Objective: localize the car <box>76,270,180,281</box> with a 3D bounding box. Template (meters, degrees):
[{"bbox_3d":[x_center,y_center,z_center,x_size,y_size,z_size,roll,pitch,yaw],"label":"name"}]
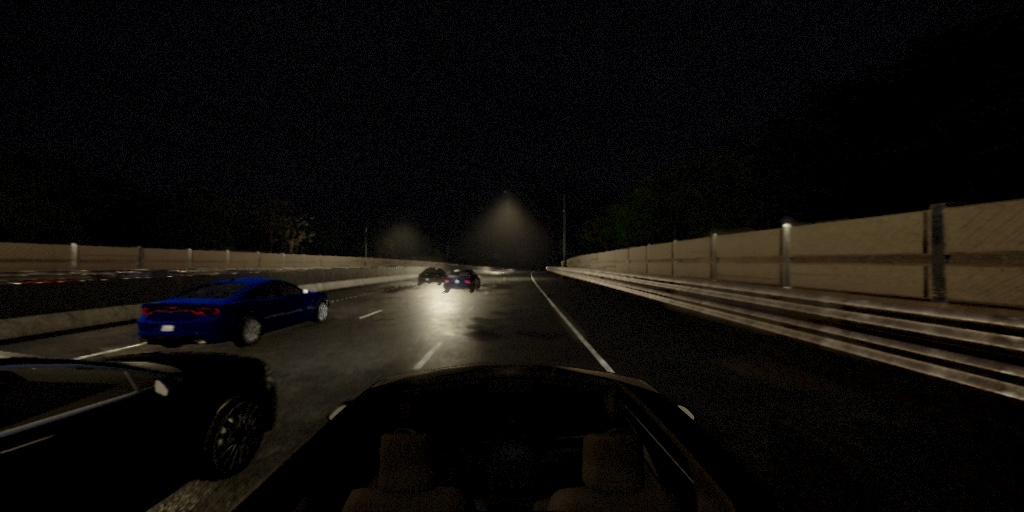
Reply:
[{"bbox_3d":[-20.936,1.543,20.873,2.033,1.411,5.357,0,-1,1],"label":"car"}]

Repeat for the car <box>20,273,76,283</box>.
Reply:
[{"bbox_3d":[-24.438,1.590,20.568,1.895,1.301,4.718,0,-1,1],"label":"car"}]

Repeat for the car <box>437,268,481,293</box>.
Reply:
[{"bbox_3d":[-3.186,1.599,23.583,2.033,1.411,5.357,0,-1,1],"label":"car"}]

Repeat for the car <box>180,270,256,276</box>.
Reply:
[{"bbox_3d":[-17.401,1.577,22.765,2.033,1.411,5.357,0,-1,1],"label":"car"}]

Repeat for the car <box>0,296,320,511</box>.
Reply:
[{"bbox_3d":[-3.408,1.243,1.844,2.128,1.511,4.902,0,-1,0],"label":"car"}]

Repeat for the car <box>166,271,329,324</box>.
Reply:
[{"bbox_3d":[-6.868,1.326,9.648,1.882,1.535,5.008,0,-1,0],"label":"car"}]

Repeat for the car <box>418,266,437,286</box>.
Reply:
[{"bbox_3d":[-6.539,1.712,30.200,1.812,1.442,4.674,0,-1,1],"label":"car"}]

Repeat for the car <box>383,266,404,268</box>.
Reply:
[{"bbox_3d":[-19.510,2.411,61.321,2.128,1.511,4.902,0,-1,3],"label":"car"}]
